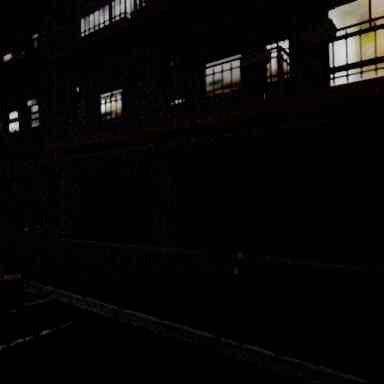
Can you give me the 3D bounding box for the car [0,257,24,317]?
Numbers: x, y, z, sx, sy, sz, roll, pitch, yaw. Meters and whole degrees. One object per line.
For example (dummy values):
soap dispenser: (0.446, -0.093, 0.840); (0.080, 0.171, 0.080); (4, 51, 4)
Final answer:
car: (-4.957, 1.539, 6.263); (4.507, 1.381, 1.887); (0, -1, 35)
